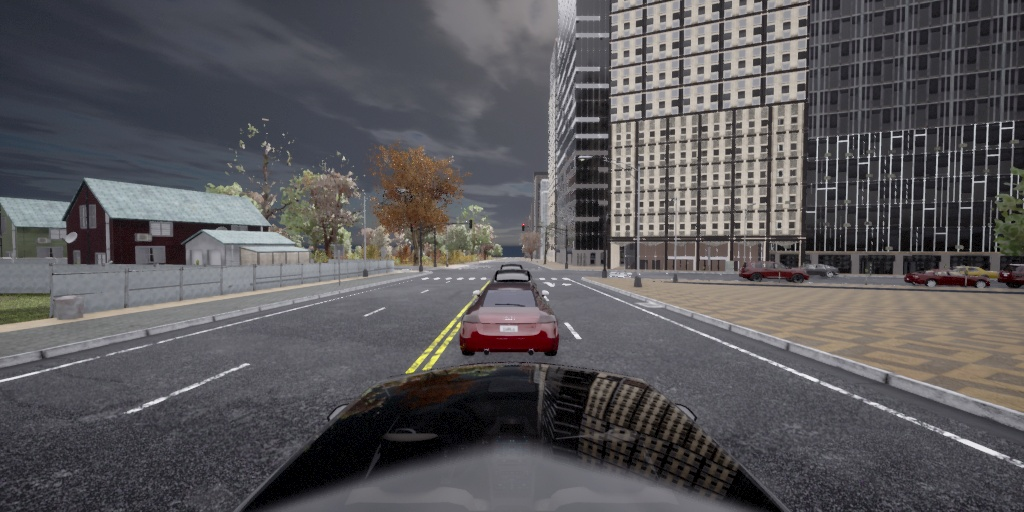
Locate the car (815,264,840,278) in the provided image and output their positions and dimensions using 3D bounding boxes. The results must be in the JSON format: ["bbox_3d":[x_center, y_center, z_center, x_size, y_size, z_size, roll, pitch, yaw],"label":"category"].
[{"bbox_3d":[31.001,1.469,37.157,4.403,1.370,2.007,0,0,20],"label":"car"}]

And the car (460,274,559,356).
[{"bbox_3d":[-0.033,1.311,8.622,1.994,1.385,4.181,0,0,1],"label":"car"}]

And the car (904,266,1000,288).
[{"bbox_3d":[33.626,1.715,27.814,4.507,1.381,1.888,0,0,20],"label":"car"}]

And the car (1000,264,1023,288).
[{"bbox_3d":[38.952,1.531,25.872,5.009,1.841,2.192,0,0,20],"label":"car"}]

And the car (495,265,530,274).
[{"bbox_3d":[0.028,1.251,14.007,1.837,1.490,4.892,0,0,0],"label":"car"}]

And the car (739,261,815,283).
[{"bbox_3d":[22.975,1.394,31.698,5.009,1.841,2.192,0,0,20],"label":"car"}]
